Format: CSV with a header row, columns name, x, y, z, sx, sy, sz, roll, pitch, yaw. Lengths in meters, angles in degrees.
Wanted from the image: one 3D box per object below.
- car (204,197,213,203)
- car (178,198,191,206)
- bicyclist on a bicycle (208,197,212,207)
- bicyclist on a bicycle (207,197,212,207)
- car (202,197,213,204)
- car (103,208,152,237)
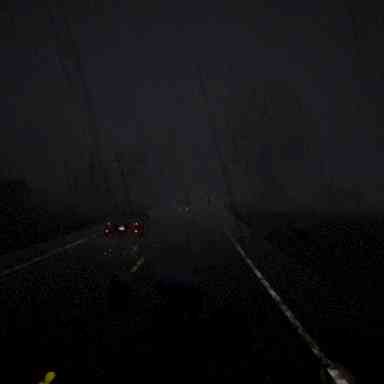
name,x,y,z,sx,sy,sz,roll,pitch,yaw
car,4.004,1.810,78.360,1.895,1.301,4.718,0,0,6
car,-1.295,1.694,58.432,1.994,1.385,4.181,0,0,5
bicyclist on a bicycle,3.002,1.575,55.253,0.582,1.620,1.656,0,-1,4
bicyclist on a bicycle,2.402,1.533,46.136,0.582,1.620,1.656,0,0,3
car,3.051,1.794,68.157,1.895,1.301,4.718,0,0,5
car,-3.342,1.569,17.976,1.994,1.385,4.181,0,0,1
